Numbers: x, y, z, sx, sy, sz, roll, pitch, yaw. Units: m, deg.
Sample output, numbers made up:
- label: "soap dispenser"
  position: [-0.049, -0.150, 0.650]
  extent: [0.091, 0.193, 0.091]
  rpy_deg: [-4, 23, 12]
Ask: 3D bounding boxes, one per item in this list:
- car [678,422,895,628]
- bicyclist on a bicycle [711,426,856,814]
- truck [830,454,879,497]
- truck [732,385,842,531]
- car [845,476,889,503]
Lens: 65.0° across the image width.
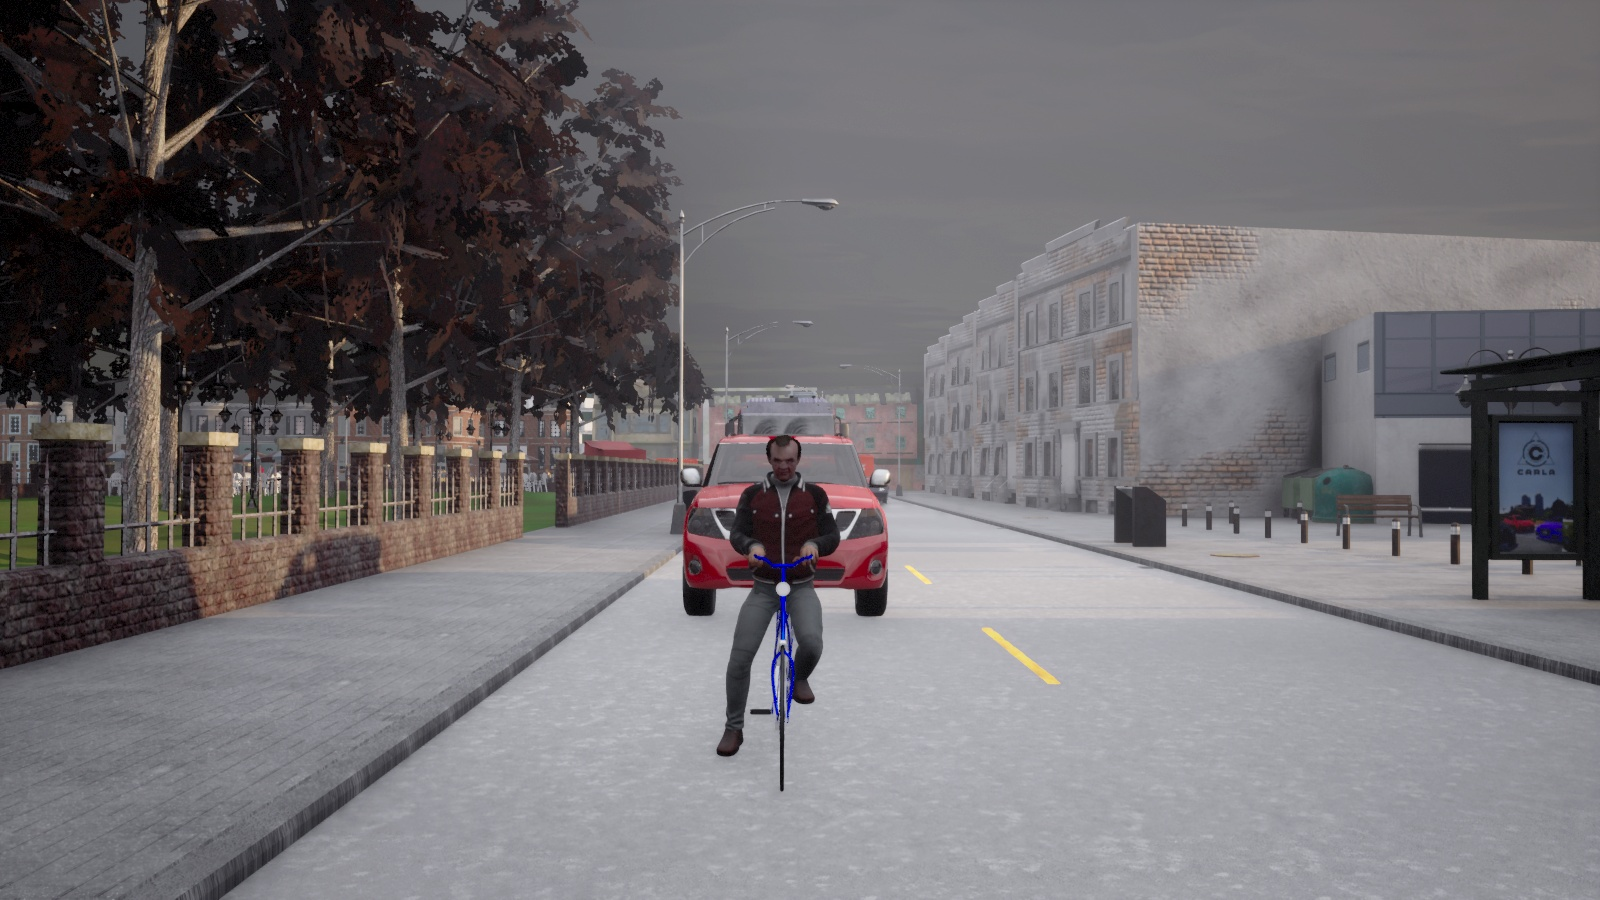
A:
- label: "car"
  position: [-0.171, 0.791, 15.308]
  extent: [2.150, 2.045, 5.566]
  rpy_deg: [0, -1, -1]
- label: "bicyclist on a bicycle"
  position: [-0.083, 0.798, 6.689]
  extent: [0.659, 1.776, 1.843]
  rpy_deg: [0, -1, -1]
- label: "truck"
  position: [3.197, 1.556, 75.137]
  extent: [2.627, 2.467, 5.204]
  rpy_deg: [0, -2, -1]
- label: "truck"
  position: [-0.389, 0.278, 37.431]
  extent: [2.891, 3.827, 8.468]
  rpy_deg: [0, -1, -1]
- label: "car"
  position: [3.333, 1.958, 63.084]
  extent: [1.895, 1.301, 4.718]
  rpy_deg: [0, -1, -1]
